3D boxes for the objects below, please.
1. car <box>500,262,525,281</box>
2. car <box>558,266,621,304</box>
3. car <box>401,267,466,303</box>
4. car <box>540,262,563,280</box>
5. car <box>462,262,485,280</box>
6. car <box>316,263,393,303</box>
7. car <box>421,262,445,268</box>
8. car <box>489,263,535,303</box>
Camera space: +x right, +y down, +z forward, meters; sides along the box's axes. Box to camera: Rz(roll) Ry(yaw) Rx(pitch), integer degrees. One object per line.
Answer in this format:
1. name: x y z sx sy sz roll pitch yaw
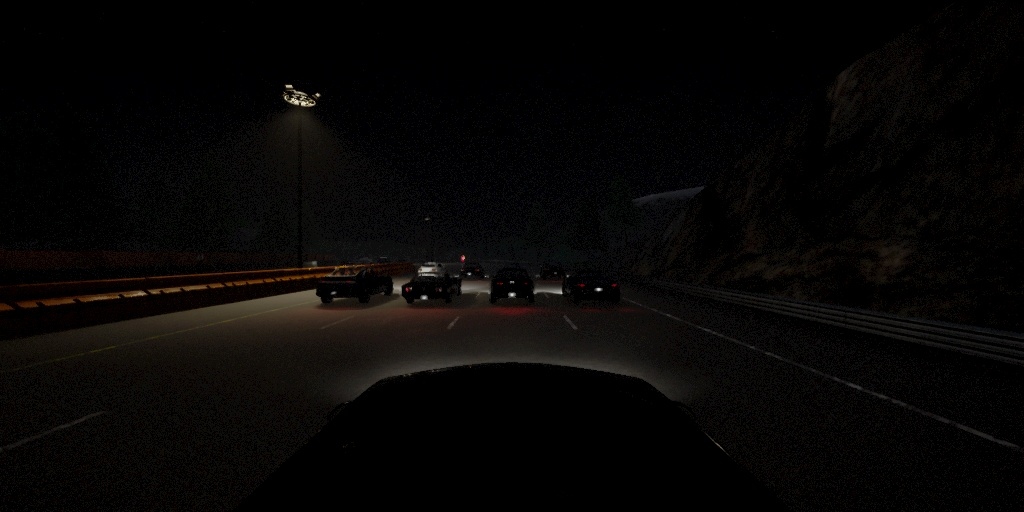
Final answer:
1. car: 0.025 1.314 31.485 2.033 1.411 5.357 0 0 0
2. car: 3.506 1.323 16.480 1.994 1.385 4.181 0 0 0
3. car: -3.494 1.367 16.519 1.895 1.301 4.718 0 0 0
4. car: 3.525 1.235 31.480 1.882 1.535 5.008 0 0 0
5. car: -3.475 1.284 31.489 1.812 1.442 4.674 0 0 0
6. car: -6.994 1.246 16.493 2.128 1.511 4.902 0 0 0
7. car: -6.975 1.283 31.493 1.812 1.442 4.674 0 0 0
8. car: 0.006 1.267 16.485 1.837 1.490 4.892 0 0 0
